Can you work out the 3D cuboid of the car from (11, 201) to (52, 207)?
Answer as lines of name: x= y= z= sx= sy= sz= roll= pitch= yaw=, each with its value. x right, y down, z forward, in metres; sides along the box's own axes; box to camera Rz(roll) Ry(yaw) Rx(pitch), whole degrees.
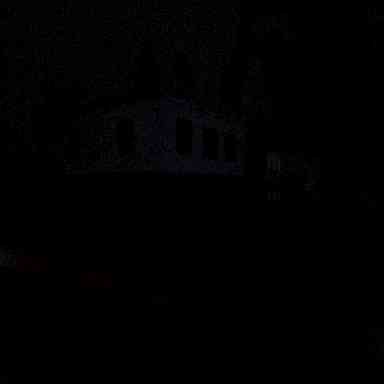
car: x=-14.643 y=1.527 z=29.155 sx=2.033 sy=1.411 sz=5.357 roll=0 pitch=0 yaw=29
